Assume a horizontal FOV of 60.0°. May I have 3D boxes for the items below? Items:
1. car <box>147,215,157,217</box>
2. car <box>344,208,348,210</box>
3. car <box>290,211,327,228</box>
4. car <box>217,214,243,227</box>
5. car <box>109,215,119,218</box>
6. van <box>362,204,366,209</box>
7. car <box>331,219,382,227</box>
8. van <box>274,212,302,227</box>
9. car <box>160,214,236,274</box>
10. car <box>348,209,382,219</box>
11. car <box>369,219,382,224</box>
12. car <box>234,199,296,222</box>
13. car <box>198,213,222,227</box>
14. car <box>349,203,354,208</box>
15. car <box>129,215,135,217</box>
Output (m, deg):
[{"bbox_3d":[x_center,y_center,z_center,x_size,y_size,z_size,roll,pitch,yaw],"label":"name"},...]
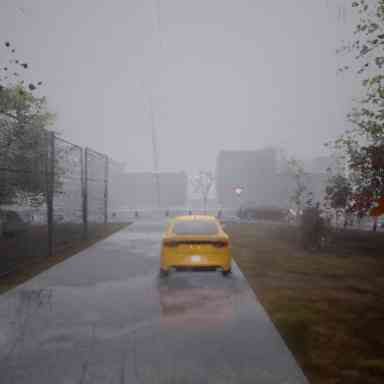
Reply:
[{"bbox_3d":[-6.099,4.389,51.169,2.163,1.488,4.792,0,0,-18],"label":"car"},{"bbox_3d":[41.251,3.779,83.448,4.553,1.767,2.185,-1,1,-17],"label":"car"},{"bbox_3d":[17.559,4.111,50.434,2.435,2.045,5.566,0,0,-18],"label":"car"},{"bbox_3d":[5.721,4.363,50.825,2.231,1.521,4.892,0,0,-18],"label":"car"},{"bbox_3d":[-12.026,4.357,51.377,2.097,1.535,5.008,0,0,-18],"label":"car"},{"bbox_3d":[40.827,3.761,77.413,4.442,1.987,1.878,-1,1,-17],"label":"van"},{"bbox_3d":[16.761,4.344,33.543,2.435,2.045,5.566,-1,2,-18],"label":"car"},{"bbox_3d":[14.547,4.137,50.659,1.878,1.987,4.442,0,0,-18],"label":"van"},{"bbox_3d":[0.097,1.455,10.510,1.882,1.535,5.008,0,0,0],"label":"car"},{"bbox_3d":[26.400,4.111,50.203,2.435,2.045,5.566,0,0,-18],"label":"car"},{"bbox_3d":[19.819,4.345,33.407,2.435,2.045,5.566,0,2,-18],"label":"car"},{"bbox_3d":[5.954,1.421,26.818,4.553,1.767,2.097,3,1,-7],"label":"car"},{"bbox_3d":[2.749,4.236,50.946,2.185,1.767,4.553,0,0,-18],"label":"car"},{"bbox_3d":[41.119,3.944,80.449,5.008,1.535,2.097,-1,1,-17],"label":"car"},{"bbox_3d":[-9.138,4.355,51.457,1.946,1.575,5.366,0,0,-18],"label":"car"}]
